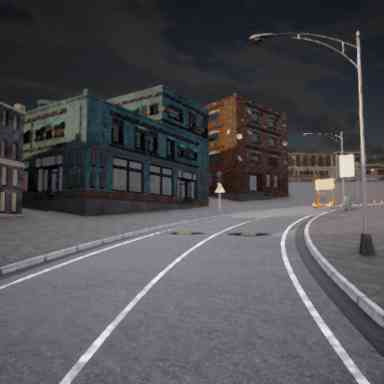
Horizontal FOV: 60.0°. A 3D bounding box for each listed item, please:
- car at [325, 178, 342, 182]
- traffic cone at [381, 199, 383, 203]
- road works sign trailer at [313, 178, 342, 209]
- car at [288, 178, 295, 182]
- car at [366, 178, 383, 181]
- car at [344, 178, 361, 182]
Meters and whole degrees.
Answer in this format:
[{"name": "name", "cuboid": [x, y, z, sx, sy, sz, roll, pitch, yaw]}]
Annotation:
[{"name": "car", "cuboid": [34.375, -2.781, 83.251, 4.892, 1.521, 2.231, 0, -5, 0]}, {"name": "traffic cone", "cuboid": [26.751, 1.287, 46.872, 0.340, 0.580, 0.340, 4, -10, -41]}, {"name": "road works sign trailer", "cuboid": [15.877, 0.153, 39.397, 2.880, 3.560, 2.380, -3, -1, -40]}, {"name": "car", "cuboid": [23.433, -2.827, 83.227, 4.553, 1.767, 2.185, 0, -5, 0]}, {"name": "car", "cuboid": [45.441, -2.771, 83.400, 4.674, 1.452, 2.002, 0, -5, -1]}, {"name": "car", "cuboid": [39.894, -2.809, 83.276, 4.892, 1.521, 2.231, 0, -5, 0]}]
